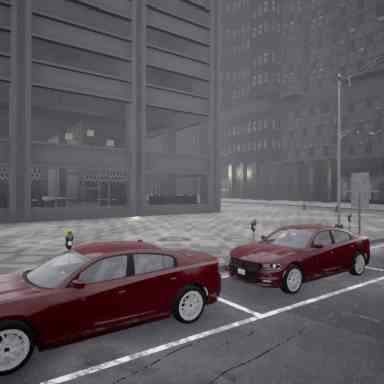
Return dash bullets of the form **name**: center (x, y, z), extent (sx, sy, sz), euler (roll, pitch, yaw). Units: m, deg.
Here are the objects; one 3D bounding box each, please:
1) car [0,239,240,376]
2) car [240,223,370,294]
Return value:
- **car**: center (-1.550, 1.545, 5.565), extent (4.507, 1.381, 1.887), euler (0, 0, -36)
- **car**: center (2.937, 1.546, 8.789), extent (4.507, 1.381, 1.887), euler (0, 0, -36)
